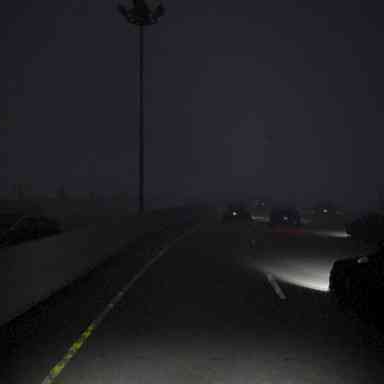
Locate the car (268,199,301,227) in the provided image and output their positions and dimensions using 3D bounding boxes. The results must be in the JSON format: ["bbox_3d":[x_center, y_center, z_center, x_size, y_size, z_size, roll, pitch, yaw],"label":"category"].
[{"bbox_3d":[6.407,1.468,23.139,1.882,1.535,5.008,0,0,13],"label":"car"}]

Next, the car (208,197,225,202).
[{"bbox_3d":[4.427,1.537,61.600,1.994,1.385,4.181,0,0,34],"label":"car"}]

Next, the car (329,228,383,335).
[{"bbox_3d":[3.794,1.562,5.299,1.994,1.385,4.181,0,0,2],"label":"car"}]

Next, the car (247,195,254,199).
[{"bbox_3d":[11.179,1.324,59.128,2.097,1.767,4.553,0,0,35],"label":"car"}]

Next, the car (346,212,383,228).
[{"bbox_3d":[8.080,1.542,13.890,2.033,1.411,5.357,0,0,8],"label":"car"}]

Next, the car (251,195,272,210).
[{"bbox_3d":[9.439,1.485,41.837,2.163,1.488,4.792,0,0,25],"label":"car"}]

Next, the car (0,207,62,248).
[{"bbox_3d":[-6.396,1.486,11.658,2.128,1.511,4.902,0,0,6],"label":"car"}]

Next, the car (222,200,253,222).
[{"bbox_3d":[3.632,1.552,26.200,1.994,1.385,4.181,0,0,15],"label":"car"}]

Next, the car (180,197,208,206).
[{"bbox_3d":[0.088,1.485,46.986,1.837,1.490,4.892,0,0,26],"label":"car"}]

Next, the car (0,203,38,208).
[{"bbox_3d":[-11.911,1.481,22.056,2.128,1.511,4.902,0,0,12],"label":"car"}]

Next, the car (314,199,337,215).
[{"bbox_3d":[13.294,1.490,33.218,1.837,1.490,4.892,0,0,21],"label":"car"}]
